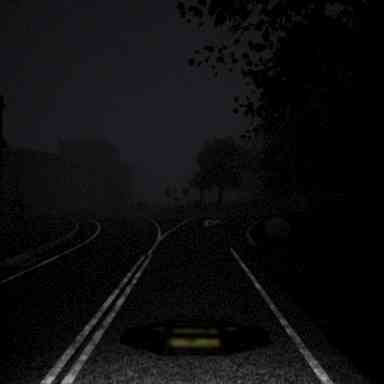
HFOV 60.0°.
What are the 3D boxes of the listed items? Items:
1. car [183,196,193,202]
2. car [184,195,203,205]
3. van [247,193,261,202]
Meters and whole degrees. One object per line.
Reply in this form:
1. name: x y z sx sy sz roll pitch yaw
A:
1. car: -0.901 1.694 79.453 2.033 1.411 5.357 0 0 1
2. car: 0.039 1.780 62.527 1.994 1.385 4.181 0 0 -15
3. van: 18.125 1.746 91.877 4.442 1.987 1.878 0 1 1
